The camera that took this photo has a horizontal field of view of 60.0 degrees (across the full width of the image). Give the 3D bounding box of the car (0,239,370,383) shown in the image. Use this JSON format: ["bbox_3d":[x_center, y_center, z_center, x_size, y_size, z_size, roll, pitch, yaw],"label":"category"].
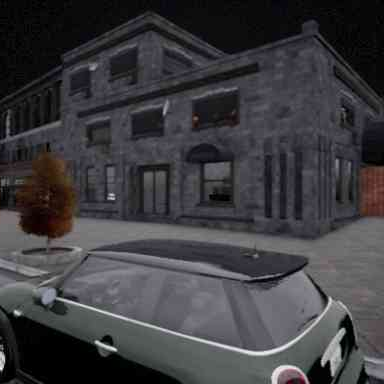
[{"bbox_3d":[-0.566,1.357,3.901,4.553,1.767,2.097,0,0,36],"label":"car"}]
